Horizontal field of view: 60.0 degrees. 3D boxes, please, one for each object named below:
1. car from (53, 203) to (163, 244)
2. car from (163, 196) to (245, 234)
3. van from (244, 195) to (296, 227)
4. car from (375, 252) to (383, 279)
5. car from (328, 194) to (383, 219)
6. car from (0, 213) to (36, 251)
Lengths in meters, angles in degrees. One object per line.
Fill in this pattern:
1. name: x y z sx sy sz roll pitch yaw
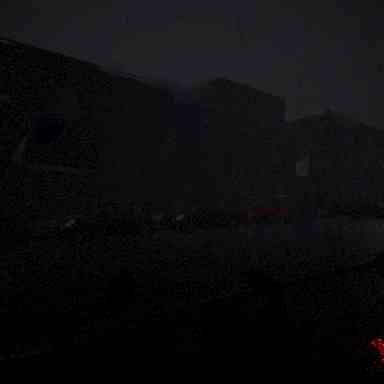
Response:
1. car: -4.027 1.314 15.614 4.553 1.767 2.185 0 0 -36
2. car: 0.465 1.307 18.831 4.553 1.767 2.185 0 0 -36
3. van: 4.837 1.199 21.962 4.442 1.987 1.878 0 0 -36
4. car: 6.519 1.586 8.083 4.718 1.301 1.895 0 0 -35
5. car: 13.994 1.158 28.520 5.566 2.045 2.435 0 0 -36
6. car: -8.441 1.487 12.453 4.674 1.452 2.002 0 0 -36
